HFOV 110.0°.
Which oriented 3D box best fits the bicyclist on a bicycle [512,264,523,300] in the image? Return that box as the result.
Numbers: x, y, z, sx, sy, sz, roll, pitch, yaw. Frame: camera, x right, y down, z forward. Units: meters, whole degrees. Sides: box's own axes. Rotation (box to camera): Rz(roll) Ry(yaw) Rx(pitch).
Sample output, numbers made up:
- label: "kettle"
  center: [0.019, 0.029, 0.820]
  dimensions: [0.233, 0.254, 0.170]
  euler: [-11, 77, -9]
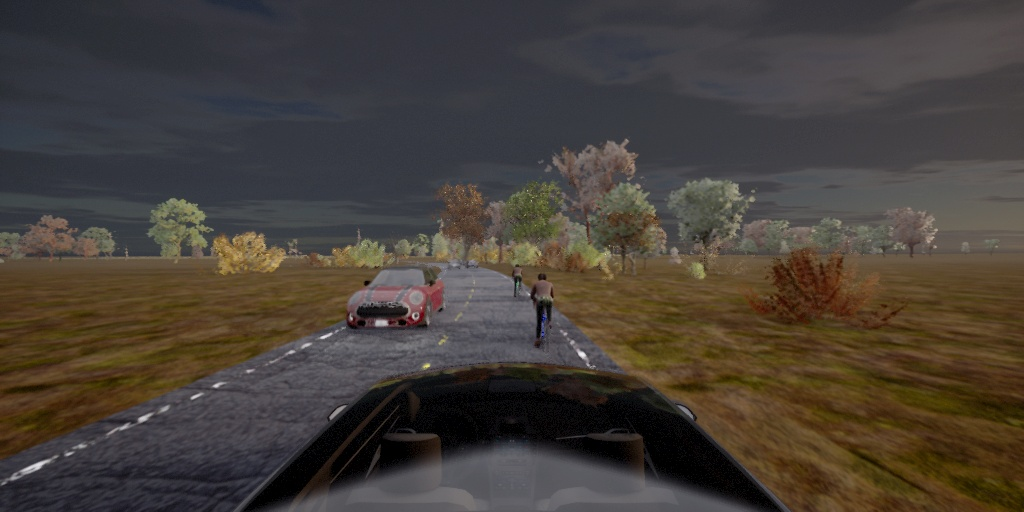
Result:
- label: "bicyclist on a bicycle"
  center: [0.266, 1.209, 16.953]
  dimensions: [0.582, 1.620, 1.656]
  euler: [0, 0, -4]

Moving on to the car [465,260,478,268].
- label: "car"
  center: [-6.890, 1.341, 60.694]
  dimensions: [2.033, 1.411, 5.357]
  euler: [0, 0, -13]

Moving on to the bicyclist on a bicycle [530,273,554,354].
- label: "bicyclist on a bicycle"
  center: [0.682, 1.205, 7.869]
  dimensions: [0.582, 1.620, 1.656]
  euler: [0, 0, -2]

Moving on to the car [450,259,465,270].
- label: "car"
  center: [-8.807, 1.281, 54.593]
  dimensions: [2.128, 1.511, 4.902]
  euler: [0, 0, -12]

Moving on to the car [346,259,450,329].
- label: "car"
  center: [-3.390, 1.106, 11.288]
  dimensions: [2.097, 1.767, 4.553]
  euler: [0, 0, -3]
